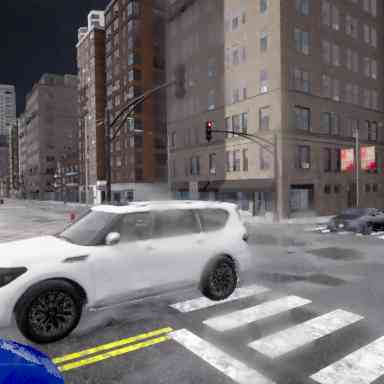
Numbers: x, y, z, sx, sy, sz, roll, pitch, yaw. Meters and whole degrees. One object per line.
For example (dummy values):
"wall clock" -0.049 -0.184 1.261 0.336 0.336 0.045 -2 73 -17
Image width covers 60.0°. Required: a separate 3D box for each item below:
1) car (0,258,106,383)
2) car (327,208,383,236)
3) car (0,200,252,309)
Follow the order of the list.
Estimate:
"car" -3.077 1.478 1.253 5.008 1.535 1.882 0 0 -35
"car" 9.330 1.565 18.316 4.181 1.385 1.994 0 0 -35
"car" -1.251 1.220 6.782 5.566 2.045 2.150 0 0 -35
